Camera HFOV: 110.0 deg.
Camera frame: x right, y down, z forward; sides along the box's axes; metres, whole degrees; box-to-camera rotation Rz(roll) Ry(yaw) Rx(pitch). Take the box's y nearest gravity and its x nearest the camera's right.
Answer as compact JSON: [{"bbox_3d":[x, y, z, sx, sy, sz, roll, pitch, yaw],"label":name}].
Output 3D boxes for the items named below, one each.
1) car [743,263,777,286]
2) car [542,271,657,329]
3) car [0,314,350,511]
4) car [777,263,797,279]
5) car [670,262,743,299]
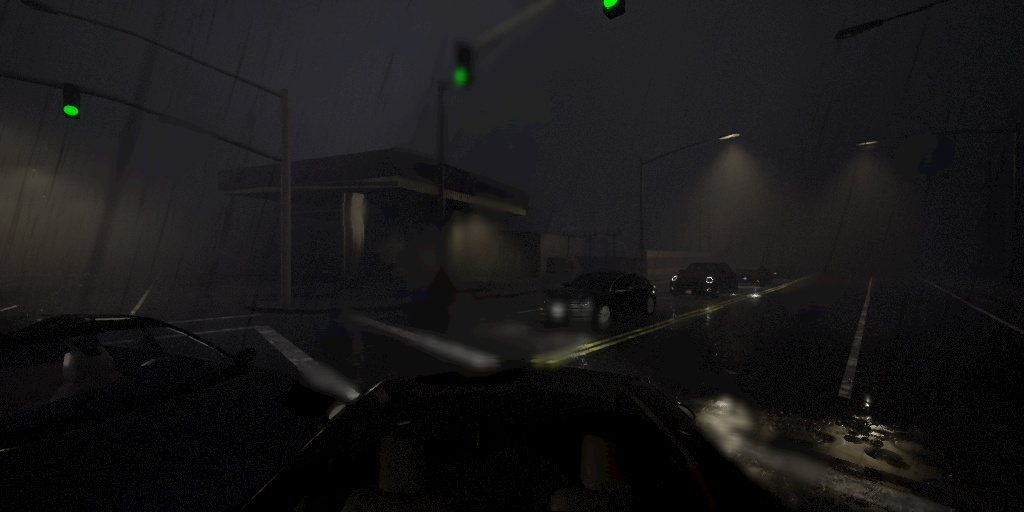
[{"bbox_3d":[16.863,1.314,25.211,1.994,1.385,4.181,0,0,45],"label":"car"},{"bbox_3d":[2.980,1.255,11.573,4.892,1.490,1.837,0,0,-45],"label":"car"},{"bbox_3d":[-3.399,1.242,2.610,4.902,1.511,2.128,0,0,15],"label":"car"},{"bbox_3d":[24.057,1.314,32.203,4.181,1.385,1.994,0,0,-44],"label":"car"},{"bbox_3d":[9.877,1.102,18.360,4.553,1.767,2.097,0,0,-44],"label":"car"}]
